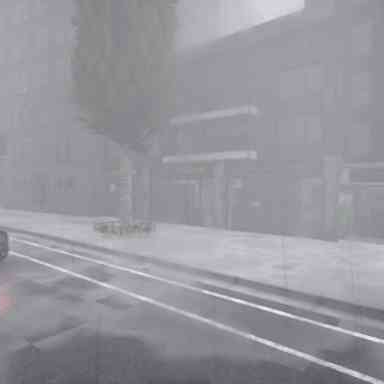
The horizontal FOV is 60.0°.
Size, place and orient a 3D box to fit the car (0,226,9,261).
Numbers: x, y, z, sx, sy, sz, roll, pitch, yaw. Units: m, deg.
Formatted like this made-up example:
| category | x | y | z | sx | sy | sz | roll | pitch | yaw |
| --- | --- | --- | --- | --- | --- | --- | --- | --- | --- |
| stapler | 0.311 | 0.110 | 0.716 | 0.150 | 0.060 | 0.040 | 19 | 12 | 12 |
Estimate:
| category | x | y | z | sx | sy | sz | roll | pitch | yaw |
| --- | --- | --- | --- | --- | --- | --- | --- | --- | --- |
| car | -7.326 | 1.300 | 10.249 | 4.892 | 1.490 | 1.837 | 2 | 1 | 41 |
